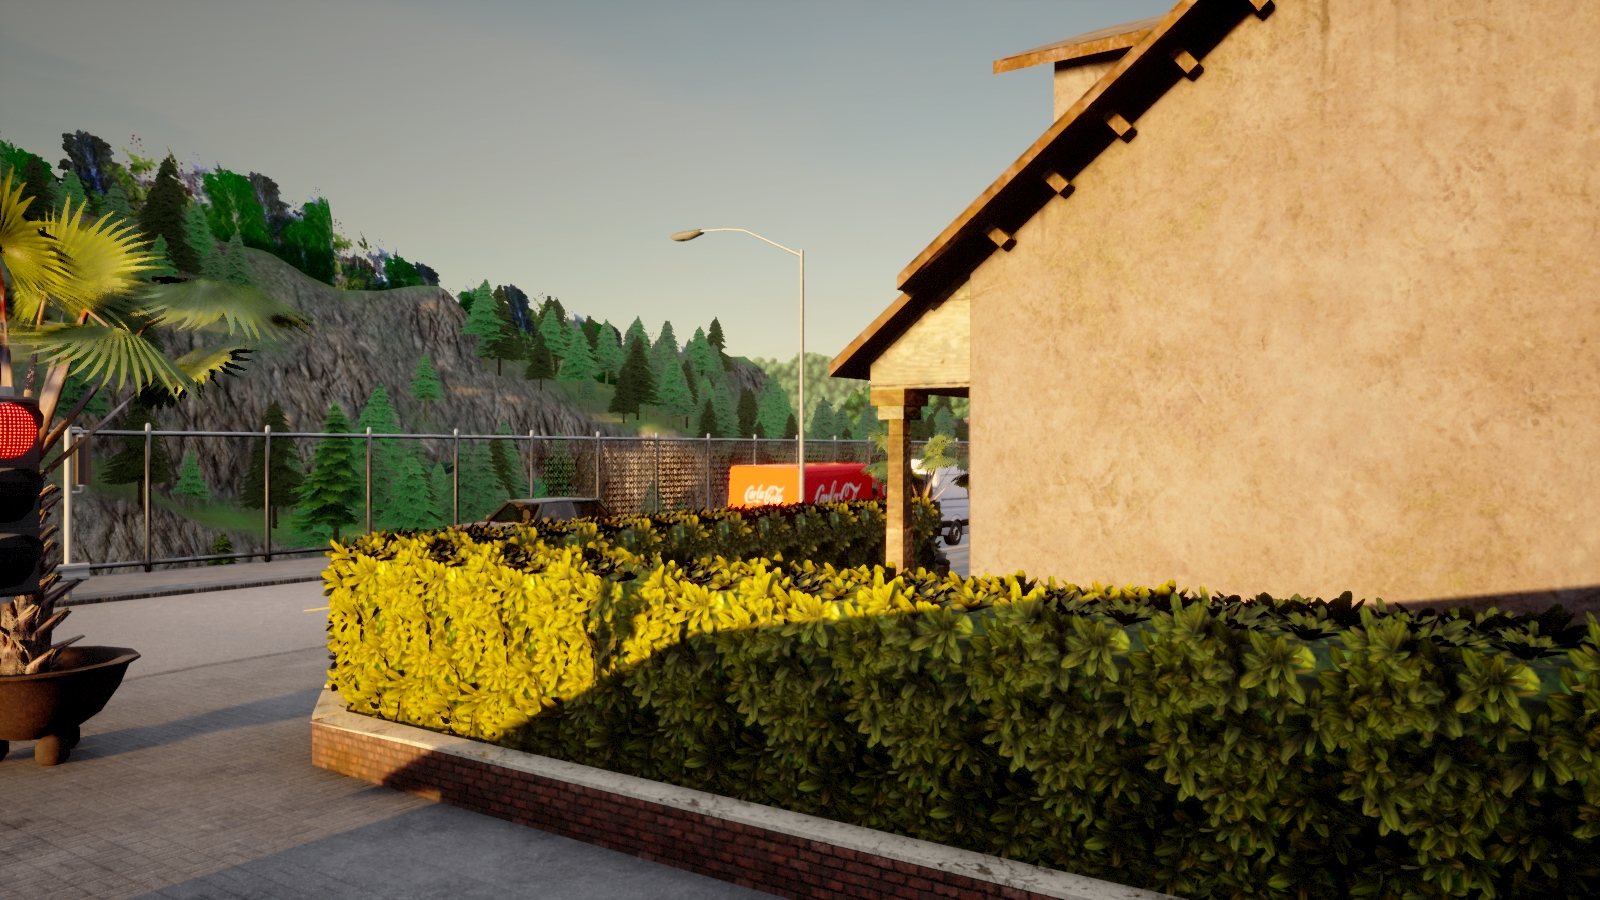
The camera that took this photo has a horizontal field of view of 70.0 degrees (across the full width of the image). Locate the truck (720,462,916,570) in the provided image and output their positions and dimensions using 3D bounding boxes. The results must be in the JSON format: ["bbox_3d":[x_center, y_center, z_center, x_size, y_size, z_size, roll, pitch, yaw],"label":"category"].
[{"bbox_3d":[0.584,1.568,29.600,2.627,2.467,5.204,0,0,35],"label":"truck"}]

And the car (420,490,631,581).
[{"bbox_3d":[-6.312,1.906,26.765,2.097,1.767,4.553,0,0,35],"label":"car"}]
